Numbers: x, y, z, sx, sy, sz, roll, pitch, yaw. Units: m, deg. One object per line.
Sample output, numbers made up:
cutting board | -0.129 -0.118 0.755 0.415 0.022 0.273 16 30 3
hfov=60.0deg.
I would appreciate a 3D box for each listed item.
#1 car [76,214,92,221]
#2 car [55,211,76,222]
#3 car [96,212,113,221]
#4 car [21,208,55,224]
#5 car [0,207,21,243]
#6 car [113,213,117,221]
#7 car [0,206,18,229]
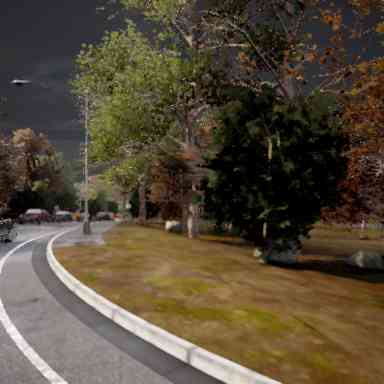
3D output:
car | -18.367 4.333 56.395 1.895 1.301 4.718 0 -5 -7
car | -16.582 3.118 42.476 1.812 1.442 4.674 0 -5 -7
car | -14.375 4.004 53.776 1.837 1.490 4.892 0 -5 -8
car | -15.309 2.339 32.606 1.812 1.442 4.674 0 -4 -8
car | -8.564 1.494 13.282 1.837 1.490 4.892 -1 -1 -15
car | -15.816 4.716 64.299 2.097 1.767 4.553 0 -5 -6
car | -14.062 1.755 22.900 2.128 1.511 4.902 0 -2 -7
